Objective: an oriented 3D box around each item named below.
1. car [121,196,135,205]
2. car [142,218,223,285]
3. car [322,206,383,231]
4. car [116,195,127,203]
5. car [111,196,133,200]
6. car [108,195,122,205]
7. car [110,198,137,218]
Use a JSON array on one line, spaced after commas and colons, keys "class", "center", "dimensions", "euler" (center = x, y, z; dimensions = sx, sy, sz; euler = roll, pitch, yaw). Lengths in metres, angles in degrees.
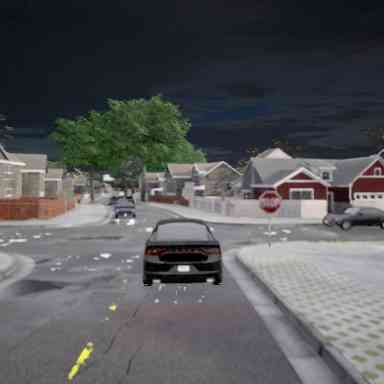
[{"class": "car", "center": [-11.512, 1.486, 59.949], "dimensions": [1.837, 1.490, 4.892], "euler": [0, 0, -19]}, {"class": "car", "center": [-0.324, 1.473, 9.534], "dimensions": [1.882, 1.535, 5.008], "euler": [0, 0, -3]}, {"class": "car", "center": [10.662, 1.629, 21.284], "dimensions": [4.674, 1.442, 1.812], "euler": [1, 1, -13]}, {"class": "car", "center": [-14.820, 1.463, 69.505], "dimensions": [1.882, 1.535, 5.008], "euler": [0, 0, -17]}, {"class": "car", "center": [-8.473, 1.550, 40.751], "dimensions": [2.033, 1.411, 5.357], "euler": [0, 0, -15]}, {"class": "car", "center": [-12.697, 1.508, 54.544], "dimensions": [1.837, 1.490, 4.892], "euler": [0, 0, -19]}, {"class": "car", "center": [-6.079, 1.549, 30.388], "dimensions": [2.033, 1.411, 5.357], "euler": [0, 0, -11]}]
